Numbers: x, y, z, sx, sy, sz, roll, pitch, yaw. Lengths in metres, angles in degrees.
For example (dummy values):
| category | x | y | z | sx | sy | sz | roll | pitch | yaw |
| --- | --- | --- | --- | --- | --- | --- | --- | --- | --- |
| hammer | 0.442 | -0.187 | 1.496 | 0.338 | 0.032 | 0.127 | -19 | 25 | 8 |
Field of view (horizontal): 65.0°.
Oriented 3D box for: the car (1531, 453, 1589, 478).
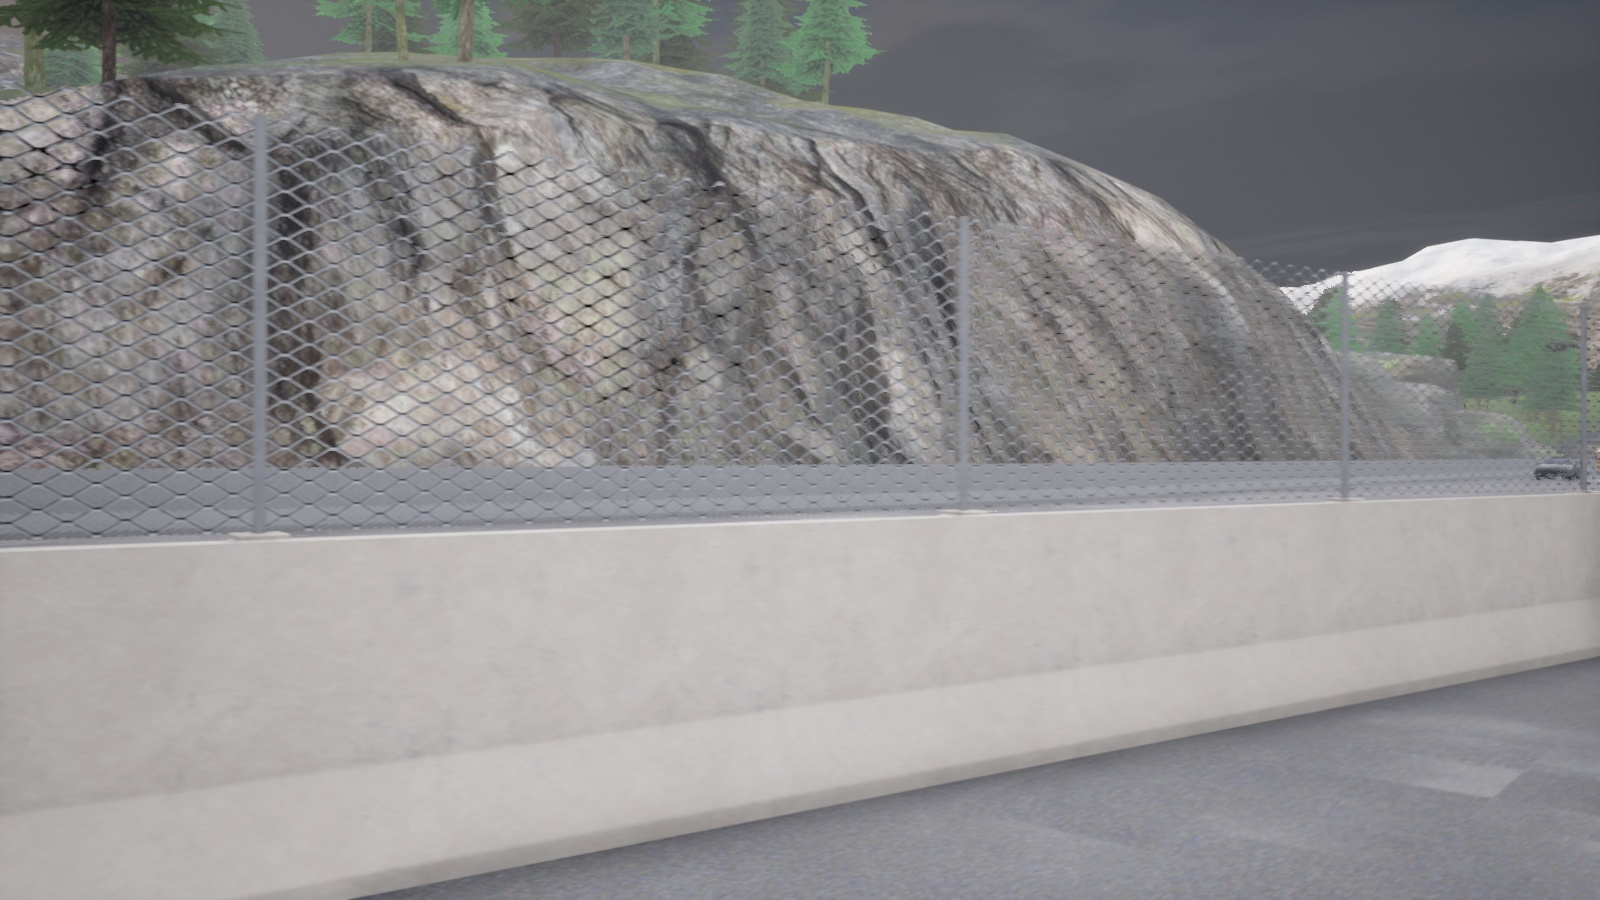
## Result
| category | x | y | z | sx | sy | sz | roll | pitch | yaw |
| --- | --- | --- | --- | --- | --- | --- | --- | --- | --- |
| car | 44.511 | 0.884 | 73.527 | 2.033 | 1.411 | 5.357 | 0 | 0 | 41 |
